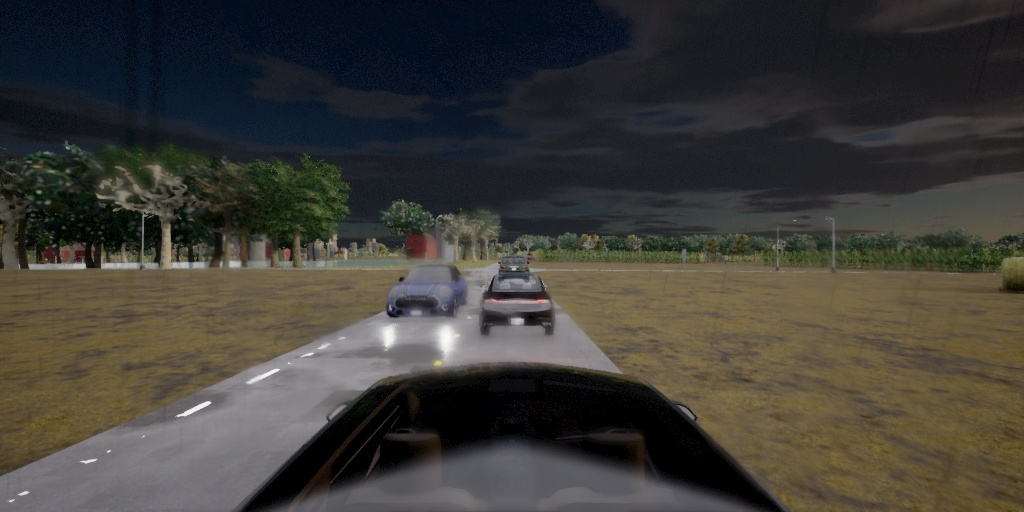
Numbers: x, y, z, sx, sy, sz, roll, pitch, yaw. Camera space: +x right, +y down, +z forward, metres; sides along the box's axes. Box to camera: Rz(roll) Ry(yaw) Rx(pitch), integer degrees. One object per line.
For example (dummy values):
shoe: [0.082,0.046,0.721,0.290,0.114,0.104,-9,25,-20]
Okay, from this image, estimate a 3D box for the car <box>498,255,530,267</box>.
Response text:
car: [0.135,0.966,26.562,2.150,2.045,5.566,0,0,0]

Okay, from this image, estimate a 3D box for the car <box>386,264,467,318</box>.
car: [-2.835,1.101,12.892,2.097,1.767,4.553,0,0,0]

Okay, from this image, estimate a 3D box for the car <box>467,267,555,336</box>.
car: [0.115,1.241,10.376,2.128,1.511,4.902,0,0,0]
